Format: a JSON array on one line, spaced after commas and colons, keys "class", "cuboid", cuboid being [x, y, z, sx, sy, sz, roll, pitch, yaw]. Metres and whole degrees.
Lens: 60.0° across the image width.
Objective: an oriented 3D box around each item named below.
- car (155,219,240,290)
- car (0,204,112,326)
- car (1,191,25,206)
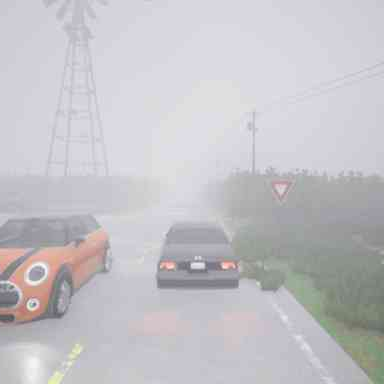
[{"class": "car", "cuboid": [0.106, 1.453, 8.974, 2.033, 1.411, 5.357, 0, 1, 0]}, {"class": "car", "cuboid": [-3.252, 1.275, 7.198, 2.097, 1.767, 4.553, 0, 1, 0]}, {"class": "car", "cuboid": [-17.212, 0.885, 31.932, 1.905, 1.878, 3.866, 0, 1, -31]}]
